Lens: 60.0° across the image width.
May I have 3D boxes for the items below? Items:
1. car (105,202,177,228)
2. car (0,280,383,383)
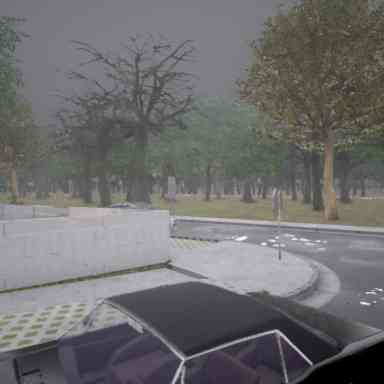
[{"bbox_3d":[-3.108,1.329,18.774,4.902,1.511,2.128,1,1,32],"label":"car"},{"bbox_3d":[-0.338,1.601,2.708,4.718,1.301,1.895,0,0,-35],"label":"car"}]
